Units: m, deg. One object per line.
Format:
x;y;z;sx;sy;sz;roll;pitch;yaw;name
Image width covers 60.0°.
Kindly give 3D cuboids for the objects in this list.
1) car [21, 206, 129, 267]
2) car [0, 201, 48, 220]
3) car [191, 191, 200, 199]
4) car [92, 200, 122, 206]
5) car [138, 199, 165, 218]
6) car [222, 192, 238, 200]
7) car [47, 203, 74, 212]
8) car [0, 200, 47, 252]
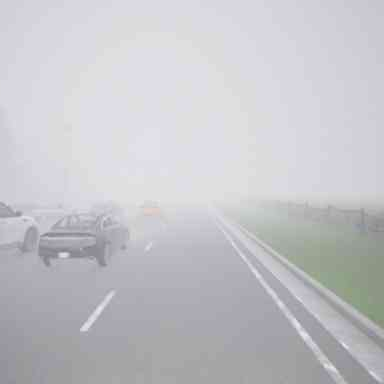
-3.398;1.451;11.239;2.128;1.511;4.902;0;0;0;car
-13.894;1.466;27.692;1.994;1.385;4.181;0;0;0;car
1.247;1.172;93.941;1.837;1.490;4.892;0;0;0;car
-6.893;1.395;27.159;2.128;1.511;4.902;0;0;0;car
-3.393;1.376;28.742;1.882;1.535;5.008;0;0;0;car
8.940;0.936;77.942;3.866;1.878;1.905;0;0;0;car
-10.393;1.510;25.618;1.895;1.301;4.718;0;0;0;car
-6.897;1.185;10.337;2.150;2.045;5.566;0;0;0;car
